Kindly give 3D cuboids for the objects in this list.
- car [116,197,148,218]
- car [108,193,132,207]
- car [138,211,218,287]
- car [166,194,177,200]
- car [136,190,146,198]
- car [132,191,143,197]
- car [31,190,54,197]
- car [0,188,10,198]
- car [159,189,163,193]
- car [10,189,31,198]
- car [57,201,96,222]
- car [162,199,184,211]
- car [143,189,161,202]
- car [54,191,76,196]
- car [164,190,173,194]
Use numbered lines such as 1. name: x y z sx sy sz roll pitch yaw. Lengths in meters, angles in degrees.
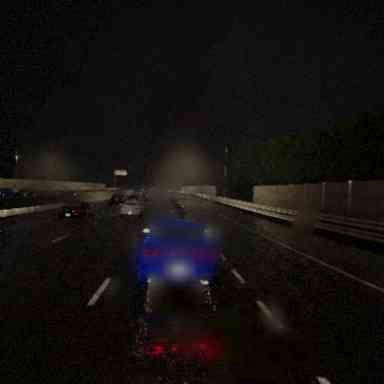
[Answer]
1. car: -5.200 1.466 29.391 1.812 1.442 4.674 2 0 -4
2. car: -9.698 0.986 44.243 2.097 1.767 4.553 2 1 -4
3. car: -0.428 1.553 9.677 1.882 1.535 5.008 2 -1 -4
4. car: -3.009 1.452 48.789 1.895 1.301 4.718 2 1 -4
5. car: -12.420 0.471 81.758 2.097 1.767 4.553 2 1 -4
6. car: -11.061 0.876 63.450 1.837 1.490 4.892 2 1 -4
7. car: -24.584 0.454 56.216 2.033 1.411 5.357 2 1 -4
8. car: -31.556 0.110 55.674 1.882 1.535 5.008 2 1 -4
9. car: -9.680 0.614 91.611 1.837 1.490 4.892 2 1 -5
10. car: -28.074 0.271 55.944 1.837 1.490 4.892 2 1 -3
11. car: -8.376 1.353 24.369 1.812 1.442 4.674 2 0 -4
12. car: -1.659 1.648 28.818 1.994 1.385 4.181 2 0 -4
13. car: -7.388 0.892 61.226 2.097 1.767 4.553 2 1 -4
14. car: -21.102 0.519 56.459 1.882 1.535 5.008 2 1 -3
15. car: -4.728 1.000 72.714 1.882 1.535 5.008 2 1 -4
